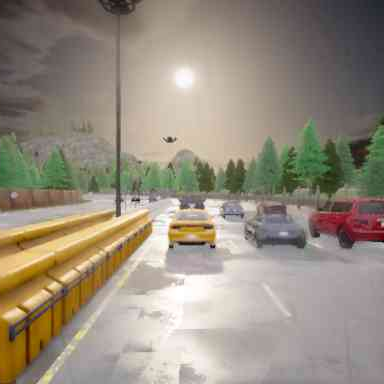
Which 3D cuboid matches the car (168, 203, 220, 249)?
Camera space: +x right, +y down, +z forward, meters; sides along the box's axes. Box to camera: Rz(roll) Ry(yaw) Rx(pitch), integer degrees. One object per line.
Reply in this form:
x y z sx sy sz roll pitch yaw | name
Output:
0.000 1.482 14.650 1.882 1.535 5.008 0 0 0 | car

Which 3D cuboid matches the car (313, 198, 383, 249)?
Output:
7.000 1.255 14.680 2.150 2.045 5.566 0 0 0 | car

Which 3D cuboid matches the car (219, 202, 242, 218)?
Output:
3.500 1.561 29.650 2.033 1.411 5.357 0 0 0 | car

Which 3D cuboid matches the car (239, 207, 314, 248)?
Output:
3.500 1.570 14.650 1.994 1.385 4.181 0 0 0 | car

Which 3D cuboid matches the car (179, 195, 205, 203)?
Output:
0.000 1.255 29.680 2.150 2.045 5.566 0 0 0 | car

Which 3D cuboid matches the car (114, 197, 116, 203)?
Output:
-15.190 1.476 69.424 1.837 1.490 4.892 0 0 -8 | car

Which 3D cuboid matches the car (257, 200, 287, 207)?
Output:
7.000 1.482 29.650 1.882 1.535 5.008 0 0 0 | car
